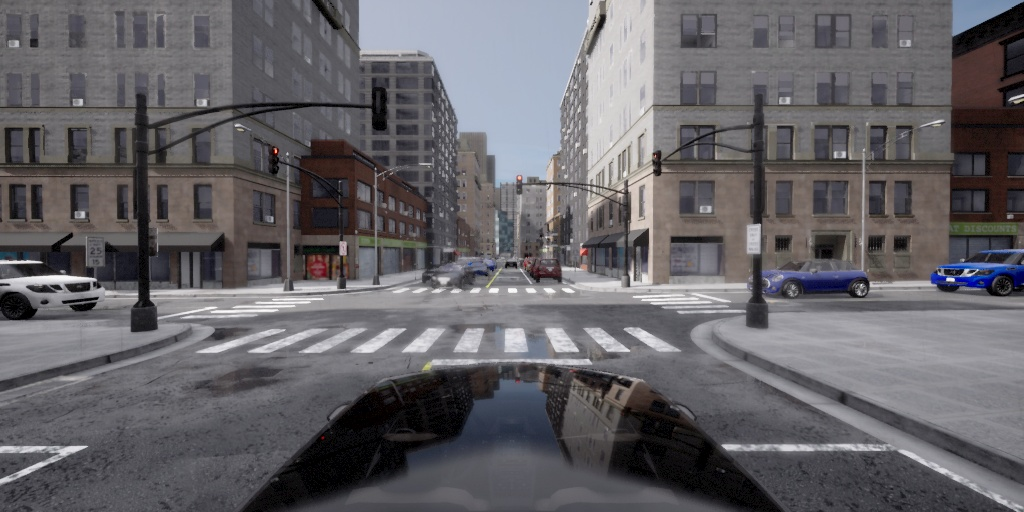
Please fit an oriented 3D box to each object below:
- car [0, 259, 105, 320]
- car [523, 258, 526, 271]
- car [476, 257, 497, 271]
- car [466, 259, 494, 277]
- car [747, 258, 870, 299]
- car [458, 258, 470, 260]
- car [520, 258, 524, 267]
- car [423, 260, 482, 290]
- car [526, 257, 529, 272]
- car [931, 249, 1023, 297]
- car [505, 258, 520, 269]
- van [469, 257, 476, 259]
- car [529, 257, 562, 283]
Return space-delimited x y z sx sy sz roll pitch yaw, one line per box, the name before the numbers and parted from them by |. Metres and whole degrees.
car | -18.449 1.146 12.986 5.566 2.045 2.150 -1 1 -2
car | 2.678 1.279 45.085 1.751 1.417 4.829 0 0 0
car | -3.273 1.232 46.884 1.882 1.535 5.008 0 0 0
car | -3.235 1.302 35.572 2.033 1.411 5.357 0 0 0
car | 13.404 0.938 16.435 4.553 1.767 2.097 -1 1 -1
car | -5.826 1.280 39.122 1.751 1.417 4.829 0 0 0
car | 2.655 1.067 50.501 2.192 1.841 5.009 0 0 0
car | -3.565 1.244 22.566 2.128 1.511 4.902 0 0 6
car | 2.725 1.069 33.744 2.192 1.841 5.009 0 0 0
car | 22.980 0.708 16.541 5.566 2.045 2.150 -1 1 0
car | -0.147 1.228 58.623 1.882 1.535 5.008 0 0 -1
van | -5.851 1.095 44.878 1.690 1.789 3.998 0 0 0
car | 2.749 1.068 28.158 2.192 1.841 5.009 0 0 0
